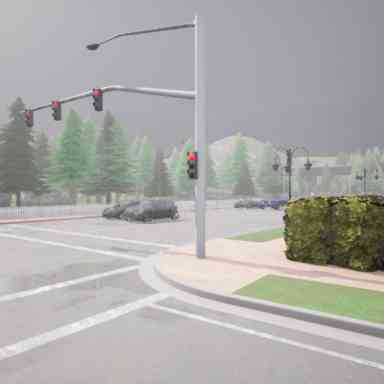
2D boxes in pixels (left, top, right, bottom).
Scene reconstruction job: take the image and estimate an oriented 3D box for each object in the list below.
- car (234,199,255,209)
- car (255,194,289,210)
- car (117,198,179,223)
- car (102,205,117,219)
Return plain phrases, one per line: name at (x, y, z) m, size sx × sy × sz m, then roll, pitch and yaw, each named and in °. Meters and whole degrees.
car at (7.278, 1.558, 43.936) m, size 1.994 × 1.385 × 4.181 m, roll 0°, pitch 0°, yaw 39°
car at (10.620, 1.216, 42.495) m, size 2.150 × 2.045 × 5.566 m, roll 0°, pitch 0°, yaw 39°
car at (-3.083, 1.346, 25.408) m, size 2.097 × 1.767 × 4.553 m, roll 0°, pitch 0°, yaw 39°
car at (-5.321, 1.494, 28.218) m, size 1.837 × 1.490 × 4.892 m, roll 0°, pitch 1°, yaw 39°
